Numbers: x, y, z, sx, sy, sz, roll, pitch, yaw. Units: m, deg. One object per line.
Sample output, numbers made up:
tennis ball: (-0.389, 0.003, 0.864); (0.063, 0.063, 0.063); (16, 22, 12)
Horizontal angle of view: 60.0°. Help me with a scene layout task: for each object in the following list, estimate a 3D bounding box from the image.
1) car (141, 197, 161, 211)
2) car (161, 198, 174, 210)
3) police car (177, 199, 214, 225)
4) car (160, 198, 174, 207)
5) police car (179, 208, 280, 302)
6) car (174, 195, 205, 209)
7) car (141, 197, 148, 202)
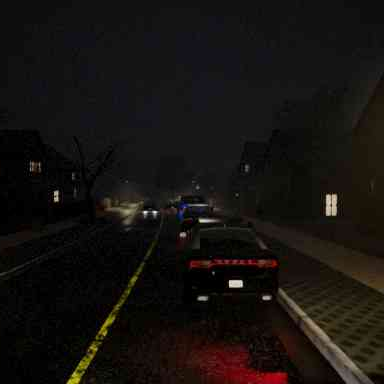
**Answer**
car: (-5.456, 1.691, 43.444); (2.033, 1.411, 5.357); (0, 0, -7)
car: (-2.812, 1.742, 45.619); (1.895, 1.301, 4.718); (0, 0, -7)
police car: (0.334, 1.445, 18.534); (1.930, 1.638, 5.238); (0, 0, -3)
car: (-4.314, 1.783, 56.734); (1.994, 1.385, 4.181); (0, 0, -9)
police car: (0.713, 1.426, 8.476); (1.930, 1.638, 5.238); (0, 0, -1)
car: (-0.014, 1.264, 24.484); (2.150, 2.045, 5.566); (0, 0, -4)
car: (-13.424, 2.093, 93.670); (1.882, 1.535, 5.008); (0, -1, -10)
